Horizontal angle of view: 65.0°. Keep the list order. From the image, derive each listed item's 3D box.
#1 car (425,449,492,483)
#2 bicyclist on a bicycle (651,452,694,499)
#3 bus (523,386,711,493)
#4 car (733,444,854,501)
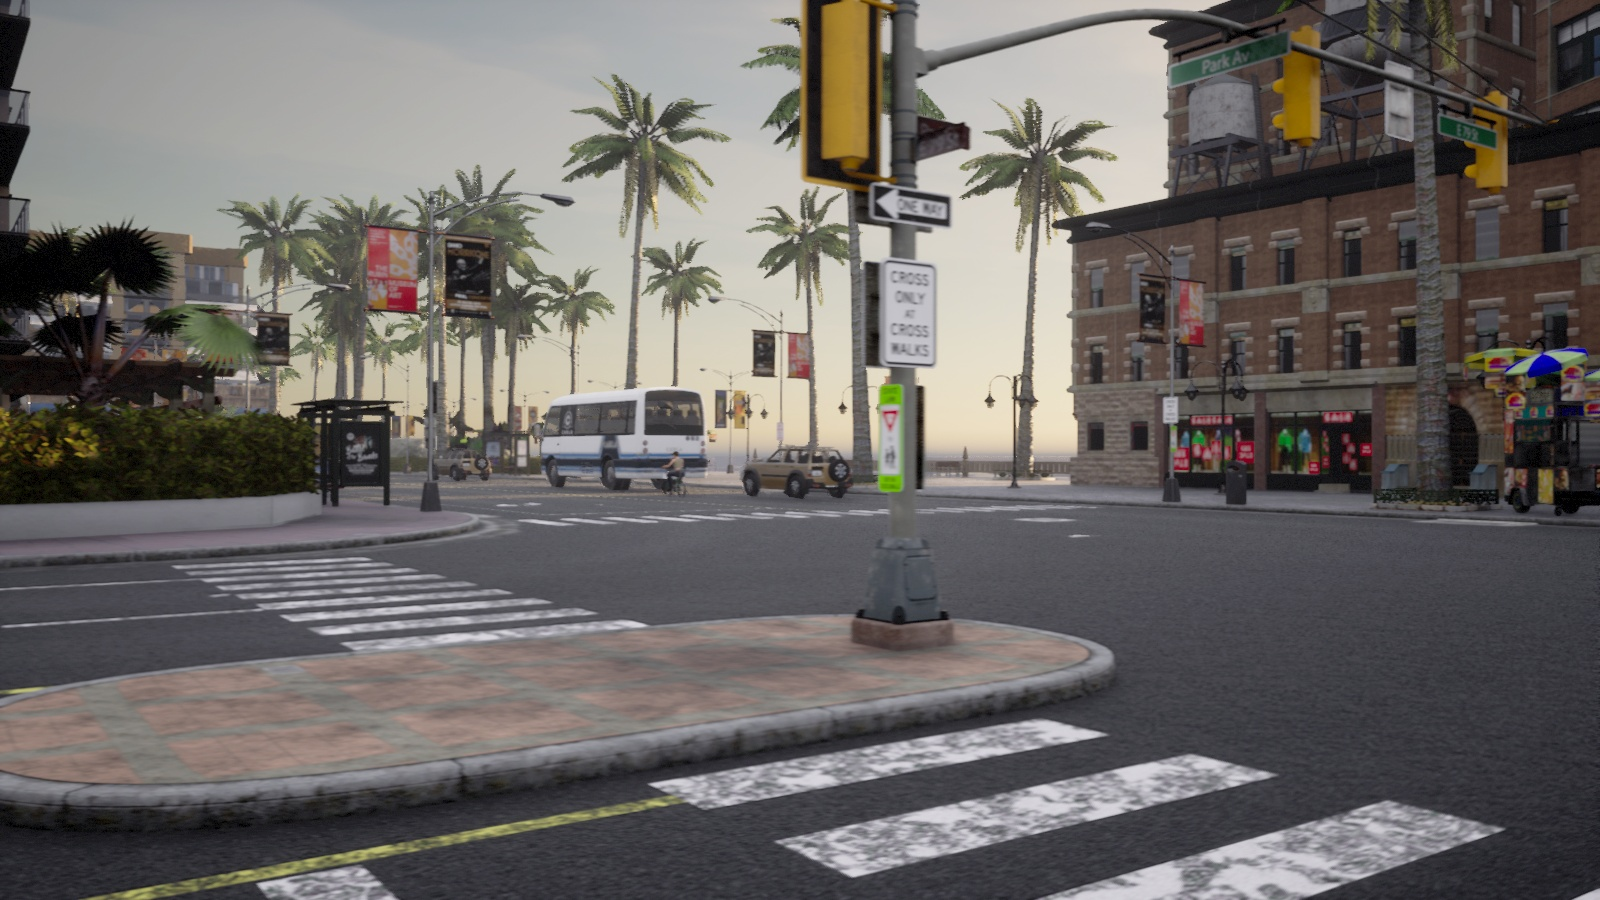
[{"bbox_3d":[-19.126,0.877,70.294,1.932,1.855,4.605,0,0,-39],"label":"car"},{"bbox_3d":[-4.428,0.863,43.547,0.866,1.612,1.509,0,0,-35],"label":"bicyclist on a bicycle"},{"bbox_3d":[-8.288,-0.396,55.253,3.944,4.253,10.273,0,0,-35],"label":"bus"},{"bbox_3d":[-0.279,0.738,43.719,1.932,1.855,4.605,0,0,-35],"label":"car"}]
